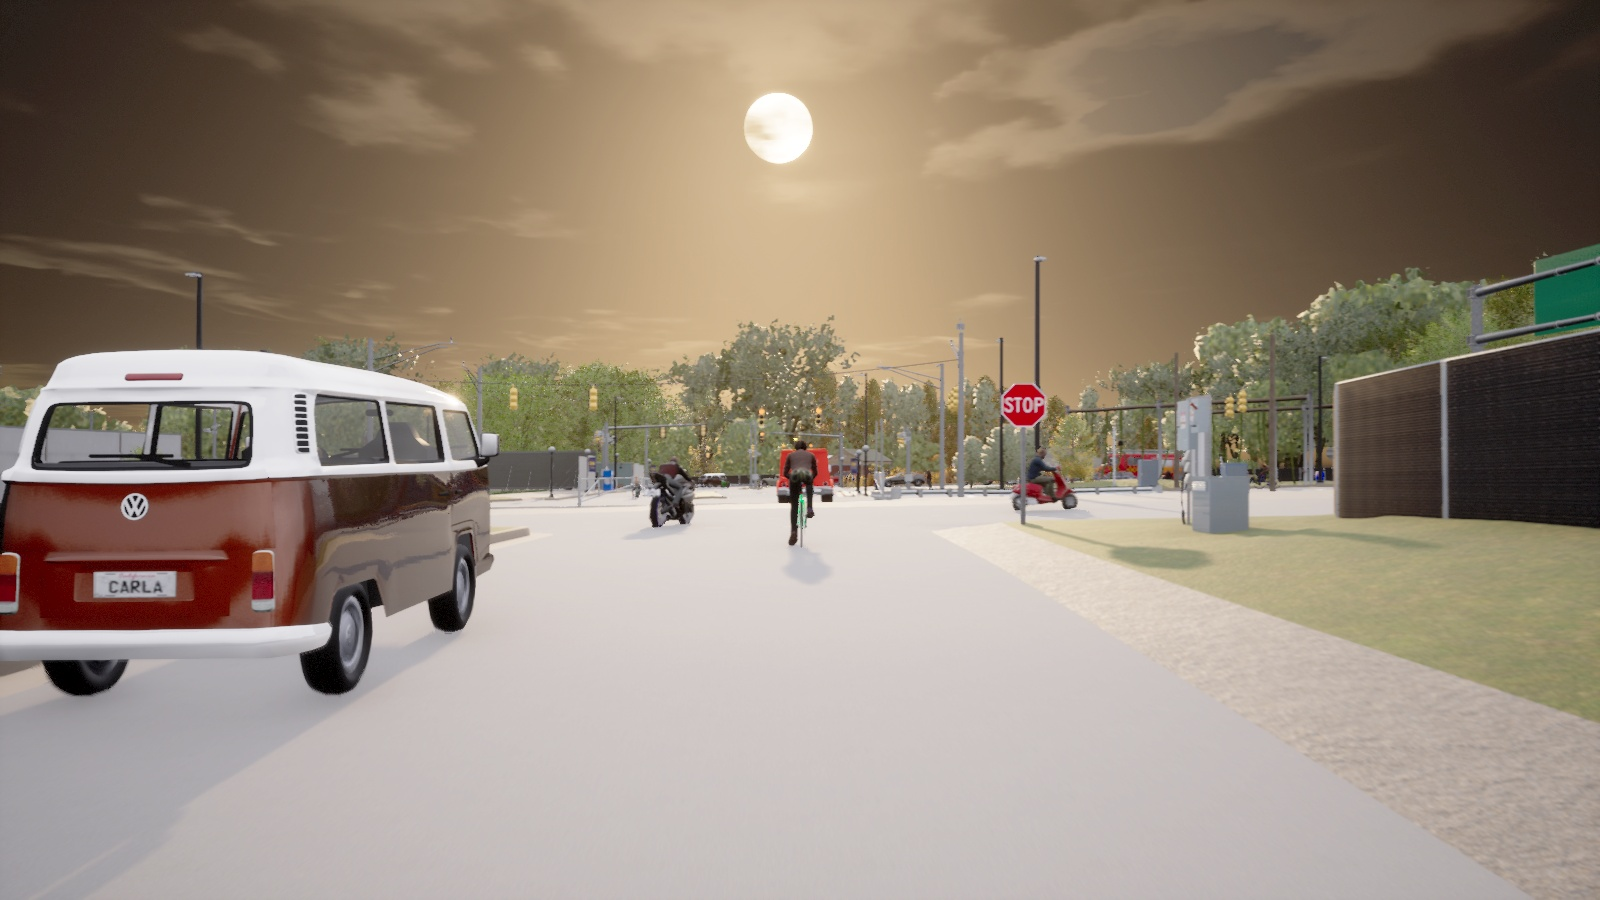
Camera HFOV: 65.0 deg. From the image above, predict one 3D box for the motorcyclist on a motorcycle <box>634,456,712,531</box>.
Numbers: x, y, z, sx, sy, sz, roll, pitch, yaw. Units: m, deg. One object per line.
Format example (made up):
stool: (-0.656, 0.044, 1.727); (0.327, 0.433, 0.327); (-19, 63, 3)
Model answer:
motorcyclist on a motorcycle: (-2.686, 0.910, 26.789); (0.866, 1.530, 2.191); (0, -1, 17)

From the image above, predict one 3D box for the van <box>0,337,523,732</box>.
van: (-3.478, 0.430, 8.774); (2.069, 2.038, 4.480); (0, 0, 0)

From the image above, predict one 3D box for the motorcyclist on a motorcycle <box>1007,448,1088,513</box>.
motorcyclist on a motorcycle: (6.262, 0.761, 31.805); (1.817, 1.590, 0.866); (-1, 0, -8)

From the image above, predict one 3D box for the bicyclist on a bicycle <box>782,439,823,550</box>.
bicyclist on a bicycle: (0.036, 0.669, 19.196); (0.582, 1.620, 1.656); (0, -1, 0)

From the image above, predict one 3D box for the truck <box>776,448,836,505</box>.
truck: (0.301, 1.266, 57.952); (2.627, 2.467, 5.204); (-1, -2, 1)
